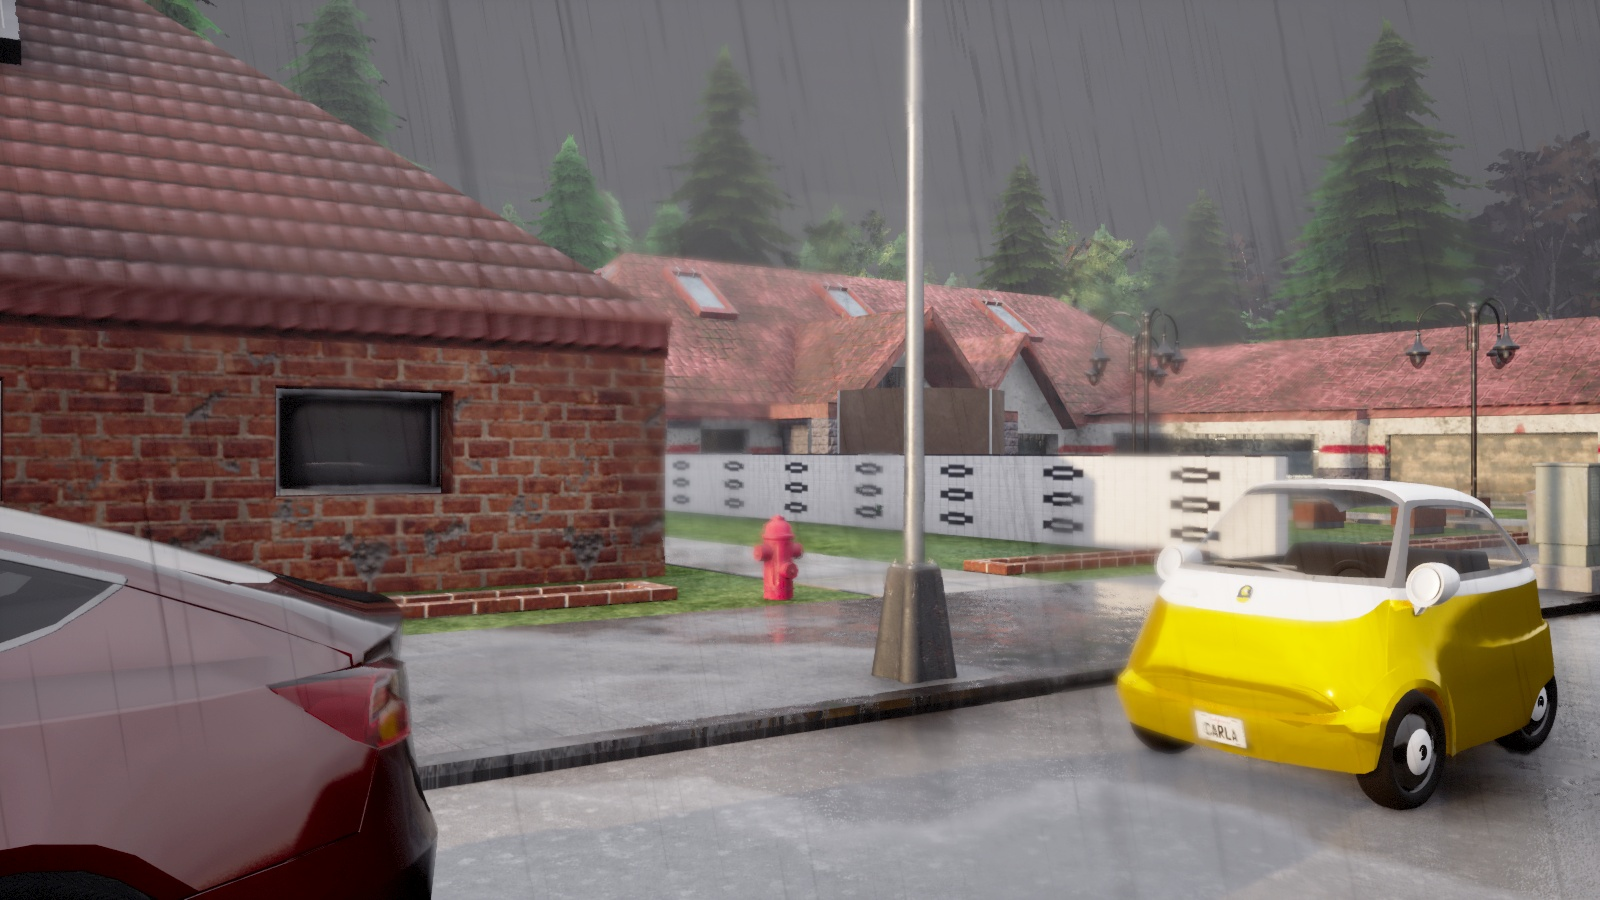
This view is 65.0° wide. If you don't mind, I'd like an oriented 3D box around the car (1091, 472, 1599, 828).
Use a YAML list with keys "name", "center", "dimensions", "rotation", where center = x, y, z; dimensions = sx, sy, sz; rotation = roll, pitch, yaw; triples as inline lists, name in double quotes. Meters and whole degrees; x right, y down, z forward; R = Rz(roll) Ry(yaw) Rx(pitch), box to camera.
- name: "car"
  center: [2.760, 0.809, 6.189]
  dimensions: [2.207, 1.376, 1.481]
  rotation: [0, 0, -35]

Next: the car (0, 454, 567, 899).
- name: "car"
  center: [-3.070, 0.756, 2.135]
  dimensions: [4.792, 1.488, 2.163]
  rotation: [0, 0, -35]

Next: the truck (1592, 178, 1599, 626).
- name: "truck"
  center: [11.095, -0.414, 11.998]
  dimensions: [8.468, 3.827, 2.891]
  rotation: [0, 0, -35]
